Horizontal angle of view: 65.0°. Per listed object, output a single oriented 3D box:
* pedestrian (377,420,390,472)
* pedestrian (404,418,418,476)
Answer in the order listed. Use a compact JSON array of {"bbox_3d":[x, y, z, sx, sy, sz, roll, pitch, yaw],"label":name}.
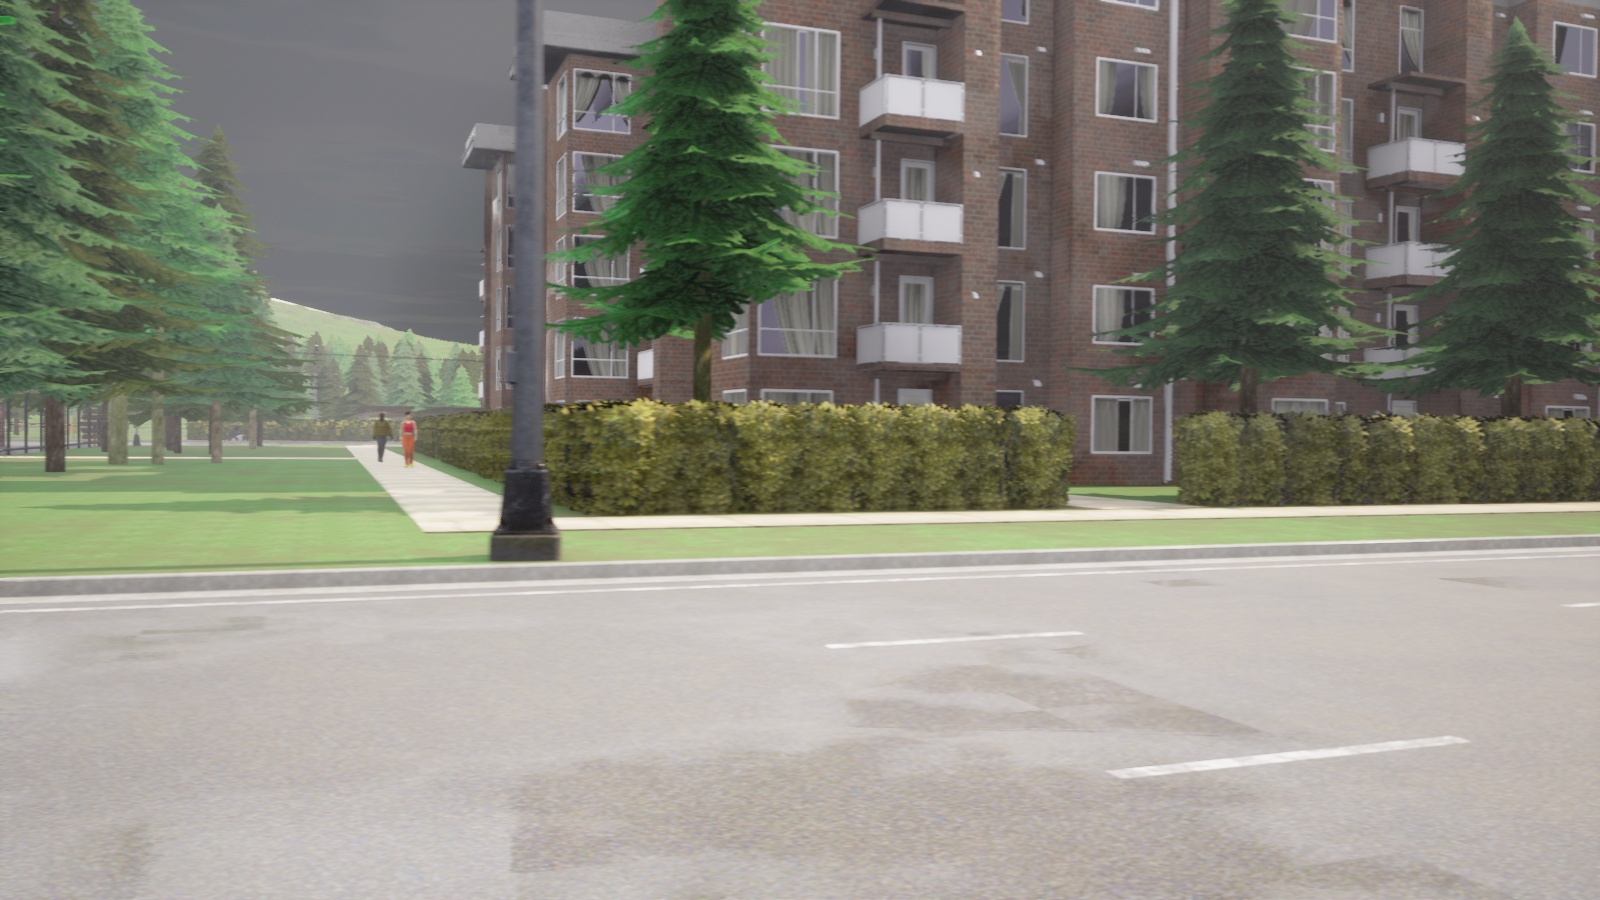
[{"bbox_3d":[-15.080,-0.150,45.487,0.370,1.835,0.726,-1,1,-21],"label":"pedestrian"},{"bbox_3d":[-12.448,-0.092,40.176,0.345,1.836,0.594,-1,1,-21],"label":"pedestrian"}]
